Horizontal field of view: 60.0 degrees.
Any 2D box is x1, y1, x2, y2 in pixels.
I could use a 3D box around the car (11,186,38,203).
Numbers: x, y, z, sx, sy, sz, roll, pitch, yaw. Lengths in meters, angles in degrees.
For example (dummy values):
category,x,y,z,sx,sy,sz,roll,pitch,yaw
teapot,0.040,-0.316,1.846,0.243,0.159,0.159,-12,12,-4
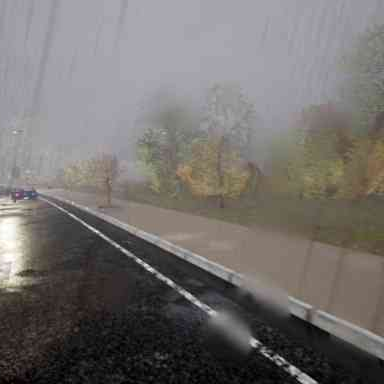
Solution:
category,x,y,z,sx,sy,sz,roll,pitch,yaw
car,-14.859,0.139,29.372,1.895,1.301,4.718,-5,5,-30
